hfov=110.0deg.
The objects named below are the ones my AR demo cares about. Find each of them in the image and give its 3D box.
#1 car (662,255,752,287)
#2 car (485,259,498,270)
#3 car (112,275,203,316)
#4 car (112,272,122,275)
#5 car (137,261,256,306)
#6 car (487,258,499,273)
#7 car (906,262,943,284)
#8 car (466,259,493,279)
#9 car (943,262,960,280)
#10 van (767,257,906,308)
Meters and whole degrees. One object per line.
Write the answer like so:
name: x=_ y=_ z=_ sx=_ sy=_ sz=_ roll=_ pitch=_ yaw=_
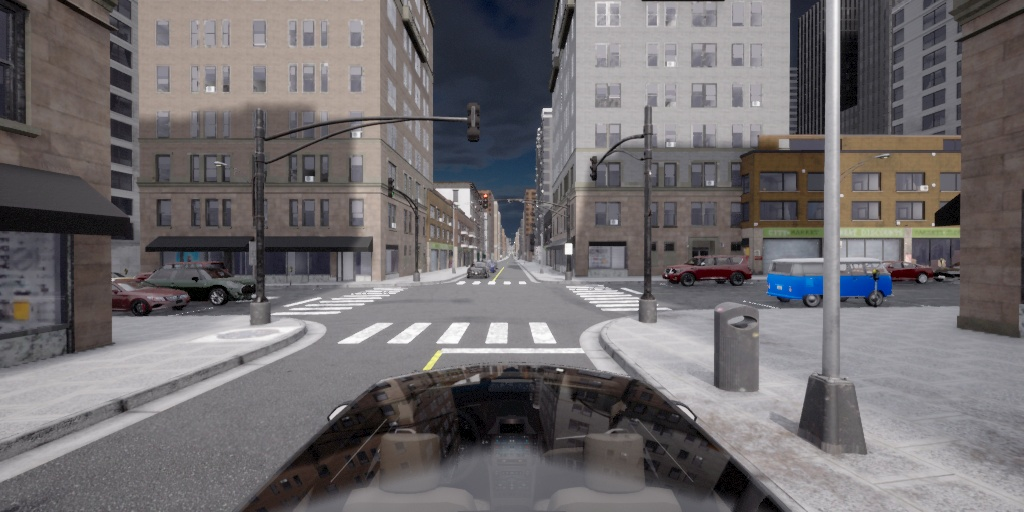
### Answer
car: x=12.103 y=0.872 z=22.291 sx=5.009 sy=1.841 sz=2.192 roll=0 pitch=0 yaw=0
car: x=-3.066 y=1.285 z=54.523 sx=1.837 sy=1.490 sz=4.892 roll=0 pitch=0 yaw=0
car: x=-14.814 y=1.528 z=13.708 sx=4.207 sy=1.307 sz=1.802 roll=0 pitch=0 yaw=0
car: x=-26.012 y=1.551 z=22.210 sx=4.829 sy=1.417 sz=1.751 roll=0 pitch=0 yaw=0
car: x=-14.005 y=1.269 z=16.351 sx=4.553 sy=1.767 sz=2.097 roll=-1 pitch=0 yaw=0
car: x=-3.073 y=1.116 z=43.545 sx=2.097 sy=1.767 sz=4.553 roll=0 pitch=0 yaw=0
car: x=23.321 y=0.965 z=22.315 sx=4.507 sy=1.381 sz=1.888 roll=0 pitch=0 yaw=0
car: x=-3.082 y=1.260 z=33.387 sx=1.837 sy=1.490 sz=4.892 roll=0 pitch=0 yaw=0
car: x=28.930 y=0.916 z=22.327 sx=4.313 sy=1.339 sz=1.948 roll=0 pitch=0 yaw=0
van: x=12.122 y=0.957 z=13.766 sx=3.998 sy=1.789 sz=1.690 roll=0 pitch=0 yaw=0
